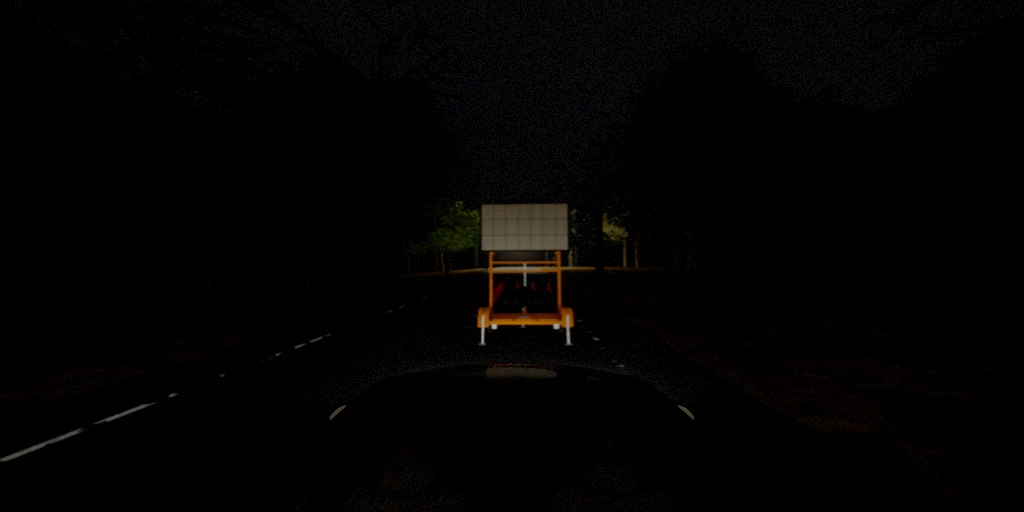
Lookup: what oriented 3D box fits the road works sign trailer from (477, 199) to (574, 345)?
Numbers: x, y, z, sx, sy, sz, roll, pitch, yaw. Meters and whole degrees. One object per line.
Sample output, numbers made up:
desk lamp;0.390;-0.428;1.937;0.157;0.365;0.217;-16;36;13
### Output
road works sign trailer;0.362;0.290;9.729;2.380;3.560;2.880;0;0;2
